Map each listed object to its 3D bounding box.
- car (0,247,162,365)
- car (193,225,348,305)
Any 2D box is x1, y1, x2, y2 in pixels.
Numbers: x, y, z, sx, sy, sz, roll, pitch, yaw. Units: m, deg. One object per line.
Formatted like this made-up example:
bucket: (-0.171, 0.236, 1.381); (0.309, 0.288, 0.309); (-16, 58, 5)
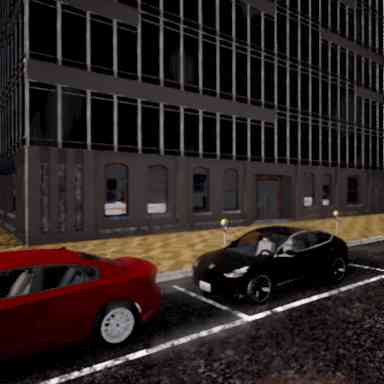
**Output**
car: (-2.599, 1.541, 4.702); (4.507, 1.381, 1.887); (0, 0, -35)
car: (2.036, 1.524, 8.007); (4.313, 1.339, 1.947); (0, 0, -35)
